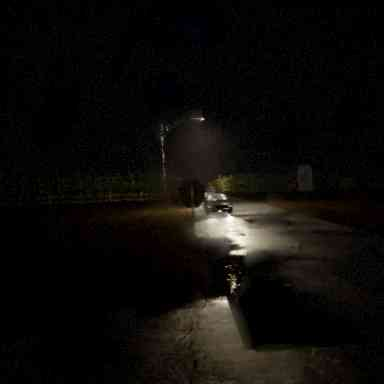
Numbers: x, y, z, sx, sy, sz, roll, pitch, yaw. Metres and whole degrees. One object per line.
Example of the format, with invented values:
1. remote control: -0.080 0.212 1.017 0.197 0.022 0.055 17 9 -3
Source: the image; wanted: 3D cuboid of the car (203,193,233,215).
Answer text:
1. car: 1.738 0.797 24.322 2.033 1.411 5.357 -3 2 -1
